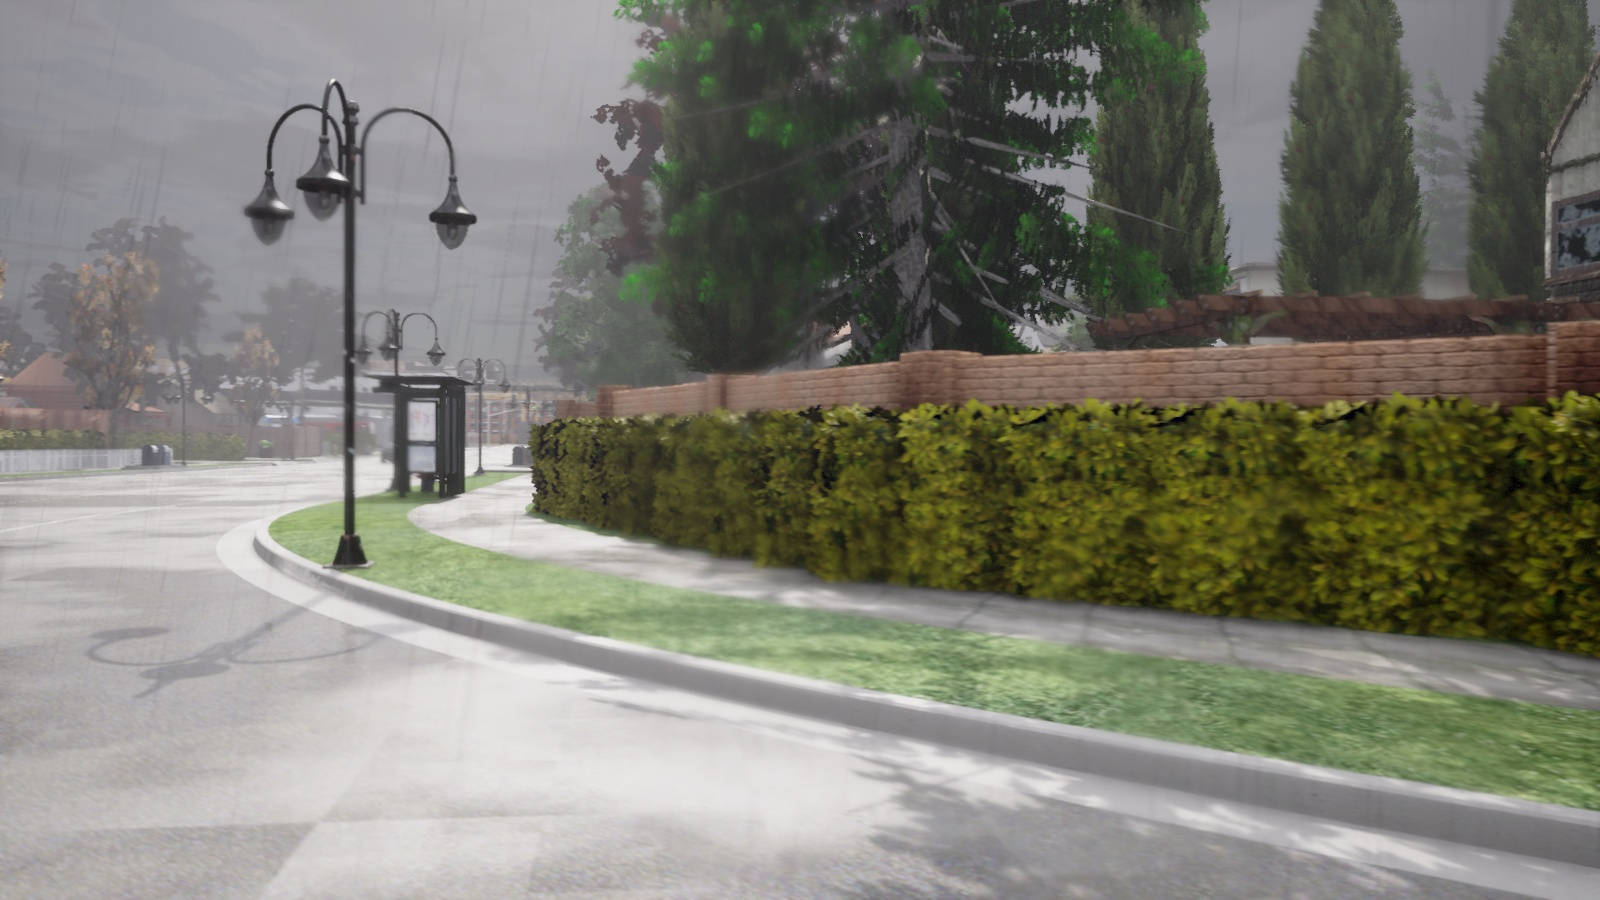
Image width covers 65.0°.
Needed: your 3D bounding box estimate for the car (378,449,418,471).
[{"bbox_3d":[-28.128,0.684,87.965,1.837,1.490,4.892,-1,0,-8],"label":"car"}]
